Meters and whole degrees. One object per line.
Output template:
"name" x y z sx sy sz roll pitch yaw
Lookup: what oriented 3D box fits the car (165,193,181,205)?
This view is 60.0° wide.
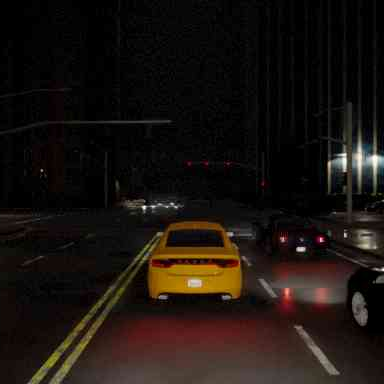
"car" -3.435 1.221 59.017 2.150 2.045 5.566 0 0 0

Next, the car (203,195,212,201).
"car" 3.684 1.429 79.570 1.837 1.490 4.892 0 0 0

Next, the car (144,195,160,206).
"car" -6.957 1.505 56.071 1.837 1.490 4.892 0 0 0

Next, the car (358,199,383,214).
"car" 20.928 1.491 35.407 4.902 1.511 2.128 0 0 -1

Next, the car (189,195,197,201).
"car" 0.186 1.367 80.118 1.994 1.385 4.181 0 0 0

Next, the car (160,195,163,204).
"car" -6.887 1.352 65.258 2.097 1.767 4.553 0 0 1

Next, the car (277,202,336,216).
"car" 10.699 1.601 31.623 4.718 1.301 1.895 0 0 0

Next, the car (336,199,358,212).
"car" 19.011 1.547 38.890 5.357 1.411 2.033 0 0 0

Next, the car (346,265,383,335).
"car" 3.609 1.505 3.912 1.837 1.490 4.892 0 0 0

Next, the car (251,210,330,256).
"car" 3.612 1.601 13.184 1.895 1.301 4.718 0 0 0

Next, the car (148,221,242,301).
"car" 0.074 1.478 8.423 1.882 1.535 5.008 0 0 1

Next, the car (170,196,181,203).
"car" -3.350 1.564 68.376 1.994 1.385 4.181 0 0 1
